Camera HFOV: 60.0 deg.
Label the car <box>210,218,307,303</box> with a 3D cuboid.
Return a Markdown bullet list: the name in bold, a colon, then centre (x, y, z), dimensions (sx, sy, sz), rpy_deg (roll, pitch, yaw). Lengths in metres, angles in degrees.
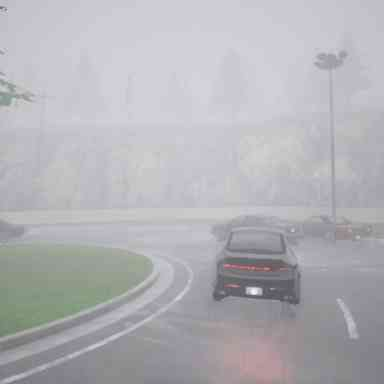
- **car**: centre (1.665, 1.672, 8.671), dimensions (1.837, 1.490, 4.892), rpy_deg (1, -1, 12)

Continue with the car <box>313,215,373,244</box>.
- **car**: centre (6.770, 1.876, 17.540), dimensions (1.895, 1.301, 4.718), rpy_deg (0, -1, -27)

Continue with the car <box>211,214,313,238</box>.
- **car**: centre (3.172, 1.871, 17.183), dimensions (2.033, 1.411, 5.357), rpy_deg (0, -2, -34)

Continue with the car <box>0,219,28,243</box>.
- **car**: centre (-11.983, 2.194, 18.826), dimensions (4.718, 1.301, 1.895), rpy_deg (0, -1, -20)
